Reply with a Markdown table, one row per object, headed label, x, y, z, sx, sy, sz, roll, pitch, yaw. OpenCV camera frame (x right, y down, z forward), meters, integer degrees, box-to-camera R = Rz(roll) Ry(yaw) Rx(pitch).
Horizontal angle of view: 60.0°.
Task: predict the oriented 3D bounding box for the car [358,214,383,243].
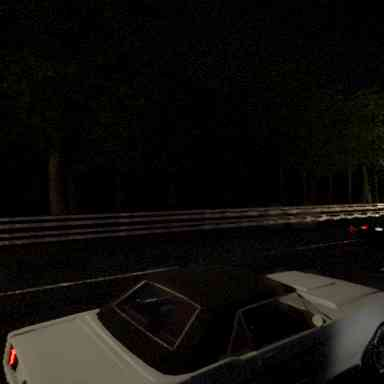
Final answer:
| label | x | y | z | sx | sy | sz | roll | pitch | yaw |
| --- | --- | --- | --- | --- | --- | --- | --- | --- | --- |
| car | 9.470 | 1.516 | 14.447 | 5.357 | 1.411 | 2.033 | 0 | 1 | -33 |

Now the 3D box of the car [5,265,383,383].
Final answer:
| label | x | y | z | sx | sy | sz | roll | pitch | yaw |
| --- | --- | --- | --- | --- | --- | --- | --- | --- | --- |
| car | 0.579 | 1.589 | 3.917 | 4.718 | 1.301 | 1.895 | 0 | 0 | -35 |
